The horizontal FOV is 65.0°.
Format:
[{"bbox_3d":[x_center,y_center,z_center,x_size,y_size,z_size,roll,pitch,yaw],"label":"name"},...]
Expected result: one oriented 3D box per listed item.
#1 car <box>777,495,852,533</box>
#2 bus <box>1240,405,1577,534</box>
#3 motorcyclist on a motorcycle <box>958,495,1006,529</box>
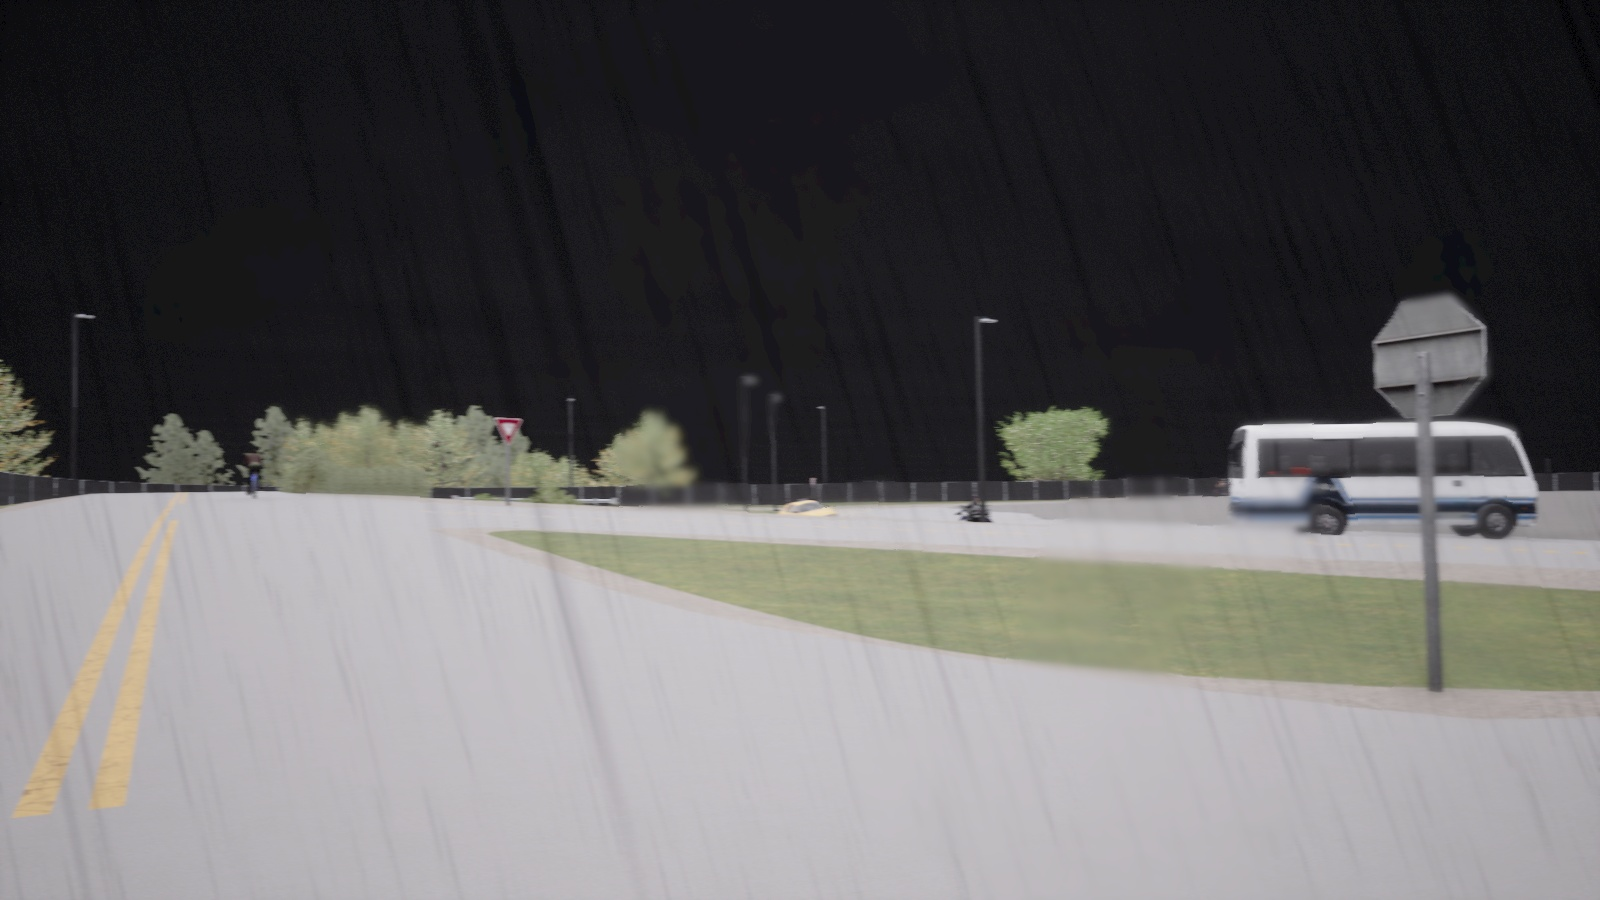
[{"bbox_3d":[0.683,3.243,64.362,1.801,1.575,5.366,-10,1,-20],"label":"car"},{"bbox_3d":[21.913,0.761,45.981,10.273,4.253,3.944,-2,-1,10],"label":"bus"},{"bbox_3d":[8.341,2.832,57.716,0.866,1.530,2.191,0,-2,-36],"label":"motorcyclist on a motorcycle"}]
